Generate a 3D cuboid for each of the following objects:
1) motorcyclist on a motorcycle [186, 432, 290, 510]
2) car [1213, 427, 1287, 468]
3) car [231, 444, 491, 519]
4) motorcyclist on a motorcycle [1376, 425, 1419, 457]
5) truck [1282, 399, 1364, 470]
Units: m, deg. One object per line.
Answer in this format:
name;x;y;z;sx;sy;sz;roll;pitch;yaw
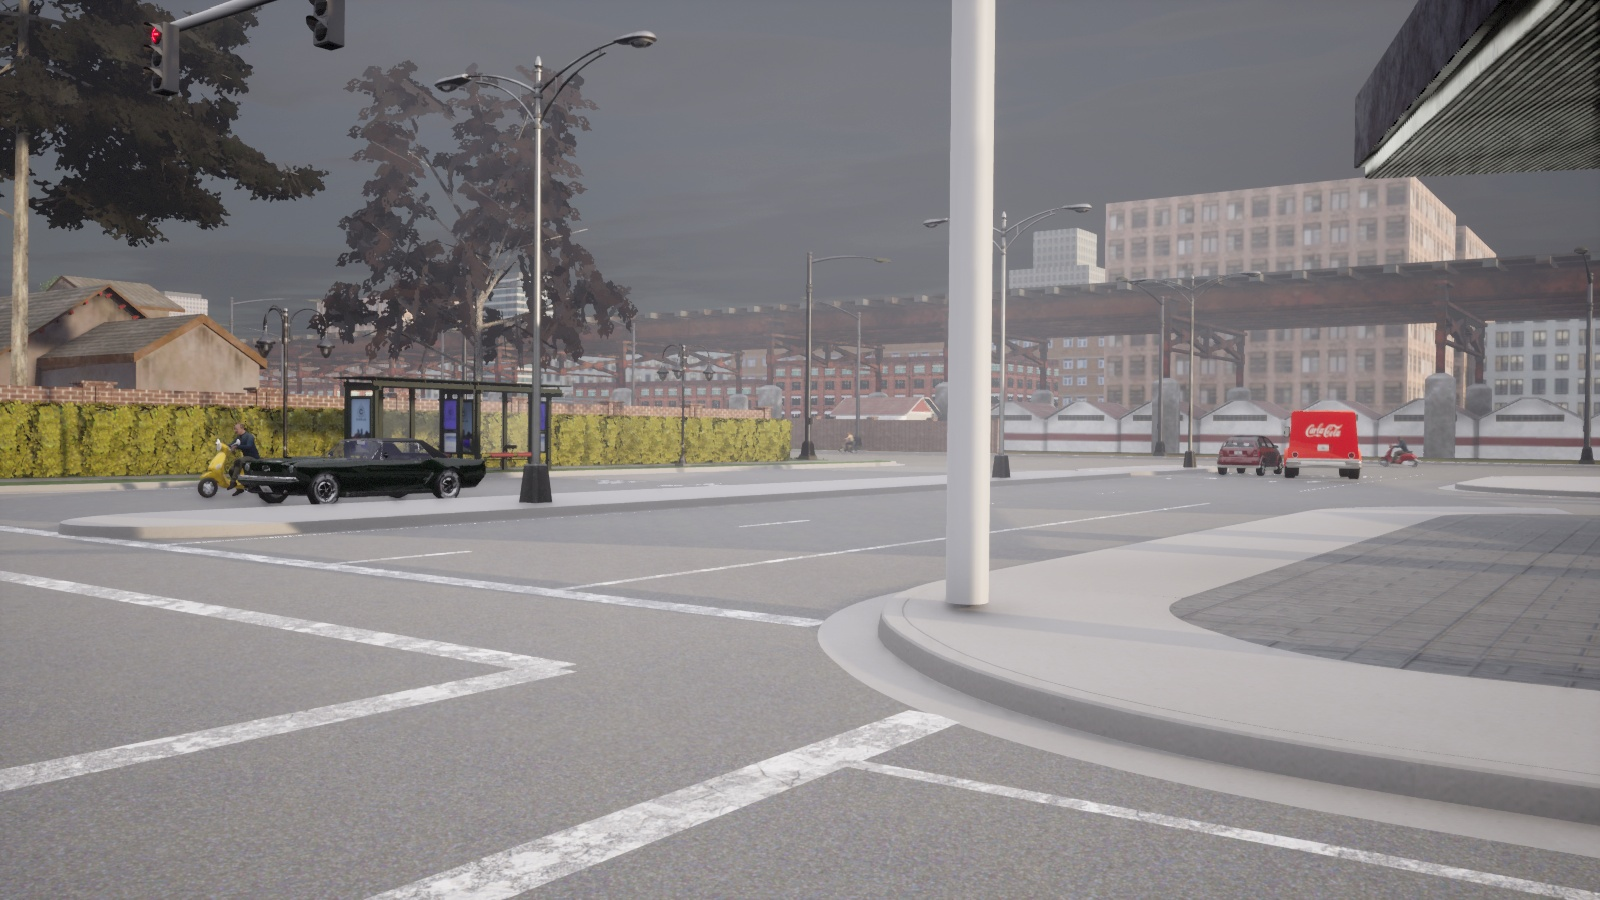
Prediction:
motorcyclist on a motorcycle;-11.985;0.427;26.842;0.866;1.590;1.817;0;1;35
car;17.608;-0.119;49.047;1.789;1.549;3.705;0;1;35
car;-8.724;0.564;25.371;1.895;1.301;4.718;0;1;35
motorcyclist on a motorcycle;30.158;-0.453;63.367;1.817;1.590;0.866;0;1;35
truck;19.224;-0.562;46.375;2.627;2.467;5.204;0;1;21
